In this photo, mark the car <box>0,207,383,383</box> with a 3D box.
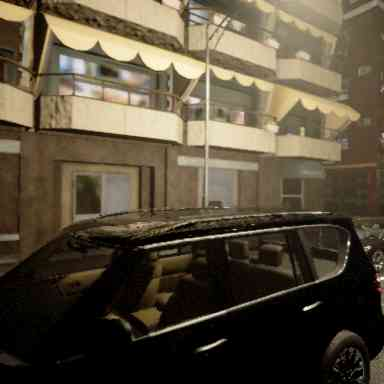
[{"bbox_3d":[-0.391,1.221,3.101,5.566,2.045,2.150,0,0,-35],"label":"car"}]
